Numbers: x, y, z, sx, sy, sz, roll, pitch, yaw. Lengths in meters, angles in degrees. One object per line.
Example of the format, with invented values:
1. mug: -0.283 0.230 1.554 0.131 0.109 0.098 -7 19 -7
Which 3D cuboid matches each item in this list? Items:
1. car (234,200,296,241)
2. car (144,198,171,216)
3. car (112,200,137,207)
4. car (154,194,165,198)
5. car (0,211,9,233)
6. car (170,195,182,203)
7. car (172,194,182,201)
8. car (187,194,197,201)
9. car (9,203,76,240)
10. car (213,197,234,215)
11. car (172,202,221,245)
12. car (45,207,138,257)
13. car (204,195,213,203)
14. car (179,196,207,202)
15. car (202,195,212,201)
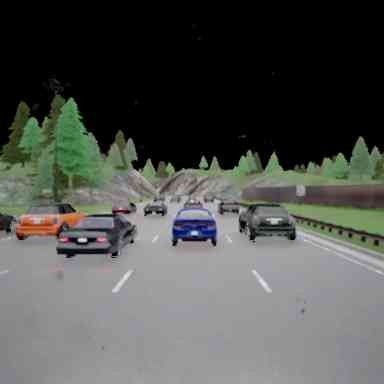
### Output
1. car: 3.603 1.341 16.700 2.097 1.767 4.553 0 0 0
2. car: -3.394 1.580 32.013 1.895 1.301 4.718 0 0 0
3. car: -6.895 1.542 34.180 1.994 1.385 4.181 0 0 0
4. car: -6.988 1.297 71.299 2.097 1.767 4.553 0 0 0
5. car: -10.710 1.494 16.814 1.837 1.490 4.892 0 0 -3
6. car: -3.488 1.497 67.995 2.033 1.411 5.357 0 0 0
7. car: -3.487 1.364 78.419 2.128 1.511 4.902 0 0 0
8. car: 0.013 1.364 78.419 2.128 1.511 4.902 0 0 0
9. car: -6.897 1.341 16.930 2.097 1.767 4.553 0 0 0
10. car: 3.605 1.470 33.569 2.128 1.511 4.902 0 0 0
11. car: 0.103 1.468 15.580 1.882 1.535 5.008 0 0 0
12. car: -3.397 1.540 12.818 2.033 1.411 5.357 0 0 0
13. car: 3.512 1.458 67.993 2.128 1.511 4.902 0 0 0
14. car: 0.106 1.470 33.549 2.128 1.511 4.902 0 0 0
15. car: 3.513 1.379 78.418 2.033 1.411 5.357 0 0 0
